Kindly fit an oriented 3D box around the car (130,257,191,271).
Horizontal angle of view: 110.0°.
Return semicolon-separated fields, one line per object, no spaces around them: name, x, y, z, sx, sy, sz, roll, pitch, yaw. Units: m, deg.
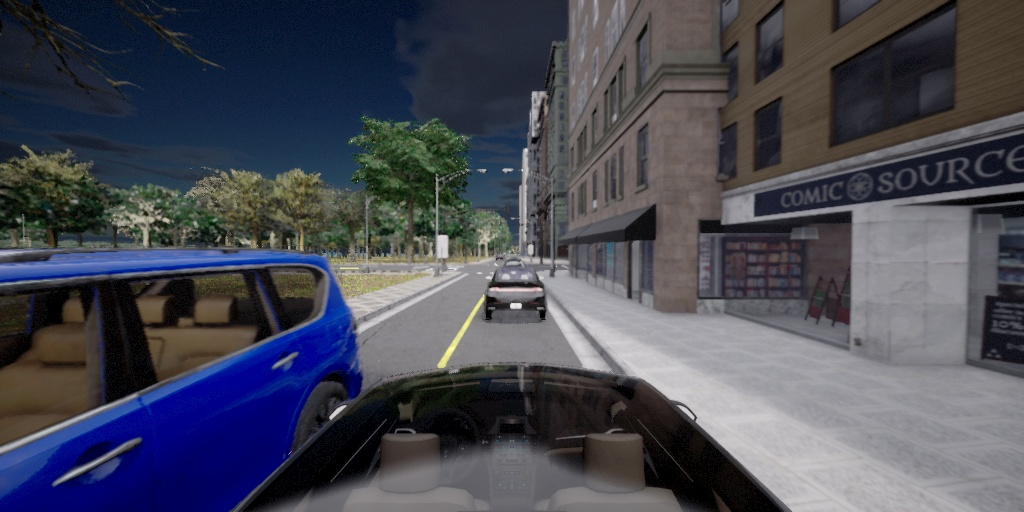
car;-37.345;0.869;38.161;4.674;1.442;1.812;0;1;0

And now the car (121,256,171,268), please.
car;-45.682;0.782;44.803;4.181;1.385;1.994;0;1;0

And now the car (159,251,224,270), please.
car;-36.915;0.498;41.409;5.566;2.045;2.150;0;1;0

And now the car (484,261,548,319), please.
car;0.103;1.094;12.037;2.128;1.511;4.902;0;1;0

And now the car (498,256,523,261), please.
car;0.177;0.928;26.883;1.812;1.442;4.674;0;1;2

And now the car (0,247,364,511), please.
car;-2.599;0.975;1.473;2.150;2.045;5.566;0;1;0
